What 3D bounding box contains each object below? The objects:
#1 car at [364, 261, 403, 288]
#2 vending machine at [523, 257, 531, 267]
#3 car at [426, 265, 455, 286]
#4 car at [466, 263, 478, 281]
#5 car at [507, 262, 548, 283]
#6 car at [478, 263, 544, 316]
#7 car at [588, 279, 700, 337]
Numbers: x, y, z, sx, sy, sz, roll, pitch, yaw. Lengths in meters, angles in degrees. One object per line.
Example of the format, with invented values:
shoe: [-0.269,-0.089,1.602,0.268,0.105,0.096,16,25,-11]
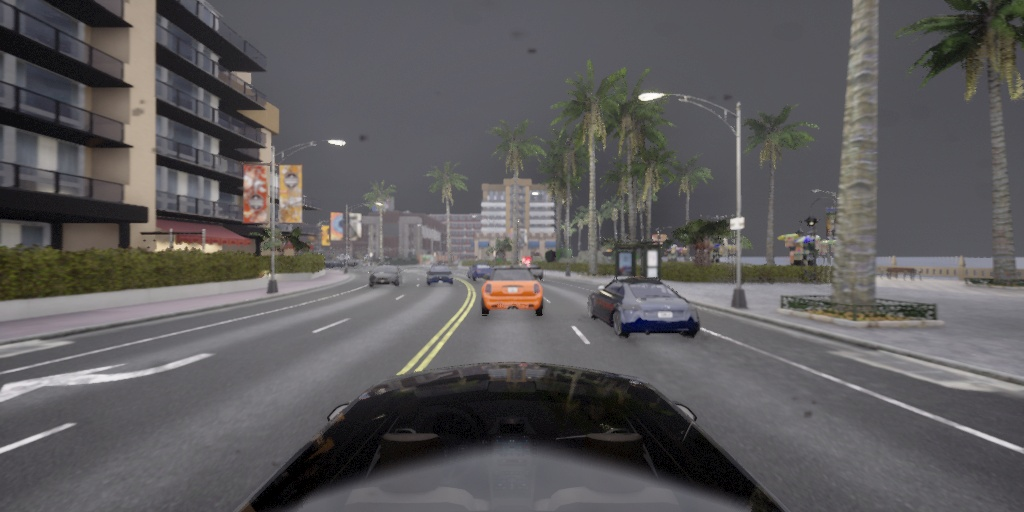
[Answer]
car: [-8.561,1.314,24.647,1.837,1.490,4.892,0,0,-12]
vending machine: [2.046,1.070,49.288,1.100,2.100,0.880,0,0,-26]
car: [-5.309,1.362,26.541,2.033,1.411,5.357,0,0,-12]
car: [-2.691,1.352,30.930,1.812,1.442,4.674,0,0,-15]
car: [1.147,1.315,29.981,2.128,1.511,4.902,0,0,-14]
car: [-0.072,1.134,13.797,2.097,1.767,4.553,0,0,-3]
car: [3.537,1.338,10.346,1.994,1.385,4.181,0,0,-1]
